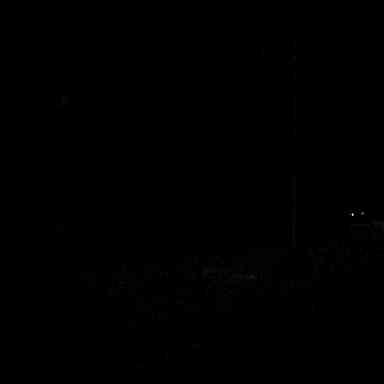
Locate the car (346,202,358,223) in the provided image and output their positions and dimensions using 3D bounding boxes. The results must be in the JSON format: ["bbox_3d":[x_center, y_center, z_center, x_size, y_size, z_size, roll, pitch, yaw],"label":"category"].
[{"bbox_3d":[9.347,1.540,24.374,1.947,1.339,4.313,0,0,-35],"label":"car"}]

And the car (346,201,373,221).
[{"bbox_3d":[10.885,1.210,26.595,2.150,2.045,5.566,0,0,-35],"label":"car"}]

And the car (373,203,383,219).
[{"bbox_3d":[15.885,1.581,29.030,1.947,1.339,4.313,0,0,-35],"label":"car"}]
